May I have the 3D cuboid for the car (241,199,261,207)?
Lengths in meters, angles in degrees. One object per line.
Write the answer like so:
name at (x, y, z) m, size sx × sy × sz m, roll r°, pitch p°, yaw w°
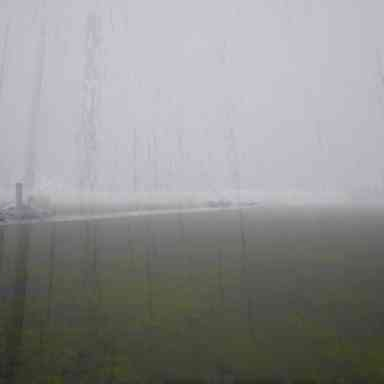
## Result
car at (10.478, 1.966, 58.775) m, size 1.895 × 1.301 × 4.718 m, roll 0°, pitch -1°, yaw 37°

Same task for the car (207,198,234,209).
car at (4.243, 1.781, 50.322) m, size 1.882 × 1.535 × 5.008 m, roll 0°, pitch -1°, yaw 37°

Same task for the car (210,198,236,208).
car at (5.268, 1.841, 56.382) m, size 2.128 × 1.511 × 4.902 m, roll 0°, pitch -1°, yaw 37°

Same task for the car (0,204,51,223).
car at (-13.543, 1.660, 26.506) m, size 1.994 × 1.385 × 4.181 m, roll 0°, pitch -1°, yaw 37°
